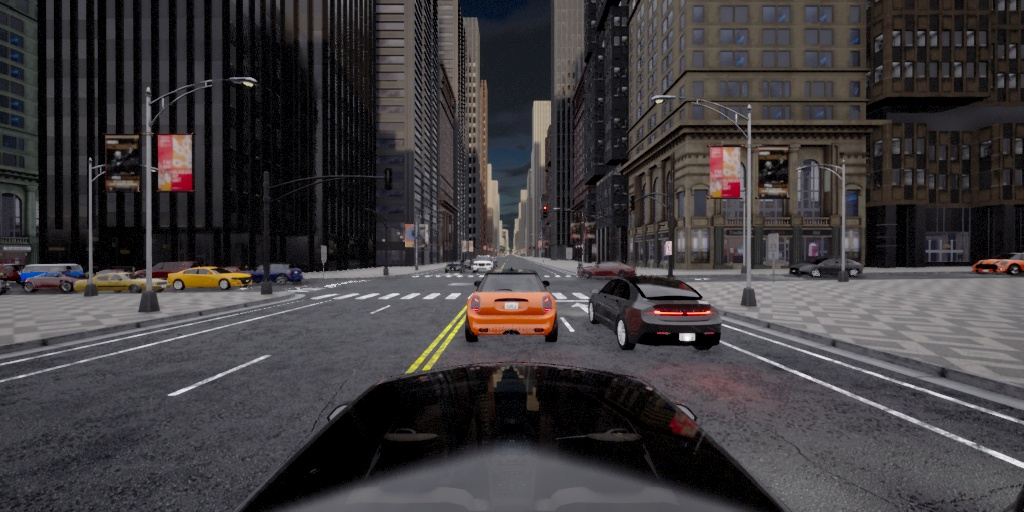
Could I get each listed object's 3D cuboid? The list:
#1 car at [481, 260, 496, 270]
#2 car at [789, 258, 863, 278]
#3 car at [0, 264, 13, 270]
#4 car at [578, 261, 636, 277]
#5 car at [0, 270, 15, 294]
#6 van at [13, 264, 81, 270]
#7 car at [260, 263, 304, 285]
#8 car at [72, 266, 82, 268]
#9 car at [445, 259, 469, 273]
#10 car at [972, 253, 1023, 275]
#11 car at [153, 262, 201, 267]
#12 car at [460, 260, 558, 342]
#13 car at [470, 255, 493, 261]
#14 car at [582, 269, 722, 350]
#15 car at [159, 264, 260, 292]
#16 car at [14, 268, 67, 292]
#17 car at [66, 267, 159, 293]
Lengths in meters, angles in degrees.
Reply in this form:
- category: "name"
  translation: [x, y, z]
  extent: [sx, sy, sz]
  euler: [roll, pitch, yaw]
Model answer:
- category: "car"
  translation: [-3.446, 1.289, 53.287]
  extent: [1.994, 1.385, 4.181]
  euler: [0, 0, 1]
- category: "car"
  translation: [24.449, 0.894, 27.999]
  extent: [4.892, 1.490, 1.837]
  euler: [-1, 0, 0]
- category: "car"
  translation: [-44.383, 1.625, 30.661]
  extent: [5.009, 1.841, 2.192]
  euler: [0, 0, 0]
- category: "car"
  translation: [7.759, 1.153, 29.384]
  extent: [4.674, 1.442, 1.812]
  euler: [-1, 0, 21]
- category: "car"
  translation: [-33.817, 1.754, 22.109]
  extent: [4.403, 1.370, 2.007]
  euler: [0, 0, 0]
- category: "van"
  translation: [-39.296, 1.582, 30.655]
  extent: [3.998, 1.789, 1.690]
  euler: [0, 0, 0]
- category: "car"
  translation: [-18.964, 1.329, 27.970]
  extent: [4.553, 1.767, 2.097]
  euler: [-1, 0, 0]
- category: "car"
  translation: [-34.209, 1.754, 30.649]
  extent: [4.207, 1.307, 1.802]
  euler: [0, 0, 0]
- category: "car"
  translation: [-6.688, 1.298, 42.473]
  extent: [1.994, 1.385, 4.181]
  euler: [0, 0, 0]
- category: "car"
  translation: [39.176, 0.547, 28.007]
  extent: [4.553, 1.767, 2.097]
  euler: [0, 0, -1]
- category: "car"
  translation: [-29.122, 1.418, 30.643]
  extent: [5.009, 1.841, 2.192]
  euler: [0, 0, 0]
- category: "car"
  translation: [-0.005, 1.101, 9.920]
  extent: [2.097, 1.767, 4.553]
  euler: [0, 0, 0]
- category: "car"
  translation: [-3.440, 0.955, 43.315]
  extent: [2.150, 2.045, 5.566]
  euler: [0, 0, 0]
- category: "car"
  translation: [3.237, 1.254, 9.059]
  extent: [1.837, 1.490, 4.892]
  euler: [0, 0, 0]
- category: "car"
  translation: [-20.776, 1.491, 24.768]
  extent: [5.008, 1.535, 1.882]
  euler: [-1, 0, 0]
- category: "car"
  translation: [-30.775, 1.714, 24.783]
  extent: [4.181, 1.385, 1.994]
  euler: [-1, 0, 1]
- category: "car"
  translation: [-23.876, 1.595, 22.109]
  extent: [4.829, 1.417, 1.751]
  euler: [0, 0, 0]
